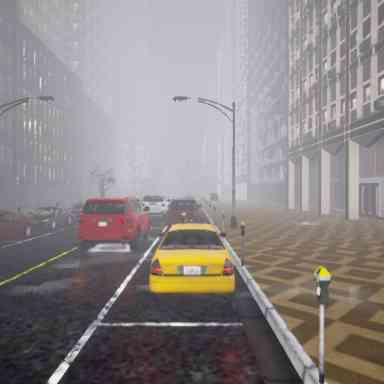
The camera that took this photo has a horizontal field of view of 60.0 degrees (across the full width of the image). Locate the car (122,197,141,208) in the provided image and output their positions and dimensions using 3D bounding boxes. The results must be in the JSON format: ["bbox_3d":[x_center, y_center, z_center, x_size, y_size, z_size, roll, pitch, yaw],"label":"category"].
[{"bbox_3d":[-8.843,1.541,49.090,2.008,1.369,4.403,-1,0,0],"label":"car"}]

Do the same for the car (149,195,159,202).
[{"bbox_3d":[-8.843,1.508,77.339,1.752,1.417,4.829,-1,0,0],"label":"car"}]

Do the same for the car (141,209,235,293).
[{"bbox_3d":[0.004,1.455,8.841,1.801,1.575,5.366,0,0,0],"label":"car"}]

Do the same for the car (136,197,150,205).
[{"bbox_3d":[-8.843,1.569,60.458,1.802,1.307,4.206,-1,0,0],"label":"car"}]

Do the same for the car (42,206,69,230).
[{"bbox_3d":[-8.844,1.547,20.672,2.008,1.369,4.403,-1,0,0],"label":"car"}]

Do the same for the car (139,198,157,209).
[{"bbox_3d":[-6.151,1.556,46.851,1.994,1.385,4.181,0,0,0],"label":"car"}]

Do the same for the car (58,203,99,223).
[{"bbox_3d":[-8.843,1.577,26.356,1.802,1.307,4.206,-1,0,0],"label":"car"}]

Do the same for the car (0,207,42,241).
[{"bbox_3d":[-8.843,1.542,14.989,1.887,1.381,4.507,-1,0,0],"label":"car"}]

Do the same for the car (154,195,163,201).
[{"bbox_3d":[-8.844,1.545,88.876,1.947,1.339,4.313,-1,0,0],"label":"car"}]

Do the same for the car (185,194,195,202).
[{"bbox_3d":[-0.465,1.298,77.509,2.192,1.841,5.009,-1,0,0],"label":"car"}]

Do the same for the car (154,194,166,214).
[{"bbox_3d":[-3.145,1.211,29.398,2.150,2.045,5.566,0,0,0],"label":"car"}]

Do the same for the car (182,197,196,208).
[{"bbox_3d":[-0.463,1.541,49.090,2.008,1.369,4.403,-1,0,0],"label":"car"}]

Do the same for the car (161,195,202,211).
[{"bbox_3d":[-0.465,1.311,20.672,2.192,1.841,5.009,-1,0,0],"label":"car"}]

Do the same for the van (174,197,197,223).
[{"bbox_3d":[-0.465,1.336,26.356,1.690,1.788,3.998,-1,0,0],"label":"van"}]

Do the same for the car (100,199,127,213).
[{"bbox_3d":[-8.844,1.544,37.723,2.008,1.369,4.403,-1,0,0],"label":"car"}]

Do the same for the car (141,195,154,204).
[{"bbox_3d":[-8.845,1.426,66.141,1.967,1.590,4.097,-1,0,0],"label":"car"}]

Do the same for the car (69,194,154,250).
[{"bbox_3d":[-3.145,1.214,14.403,2.150,2.045,5.566,0,0,0],"label":"car"}]
